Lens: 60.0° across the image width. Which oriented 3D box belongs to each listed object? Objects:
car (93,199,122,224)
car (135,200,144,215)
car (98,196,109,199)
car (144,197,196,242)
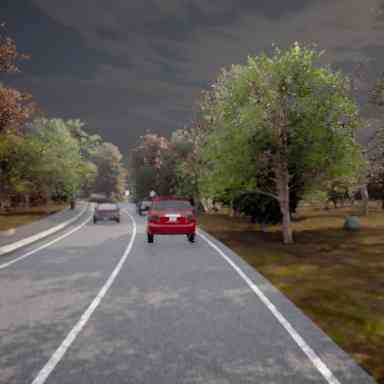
[{"bbox_3d":[-6.216,1.510,24.628,1.812,1.442,4.674,1,0,-12],"label":"car"},{"bbox_3d":[-4.861,1.557,35.001,2.033,1.411,5.357,1,-1,-15],"label":"car"},{"bbox_3d":[-17.233,1.455,64.584,2.033,1.411,5.357,1,0,-16],"label":"car"},{"bbox_3d":[-1.149,1.245,16.676,2.150,2.045,5.566,1,0,-7],"label":"car"}]
